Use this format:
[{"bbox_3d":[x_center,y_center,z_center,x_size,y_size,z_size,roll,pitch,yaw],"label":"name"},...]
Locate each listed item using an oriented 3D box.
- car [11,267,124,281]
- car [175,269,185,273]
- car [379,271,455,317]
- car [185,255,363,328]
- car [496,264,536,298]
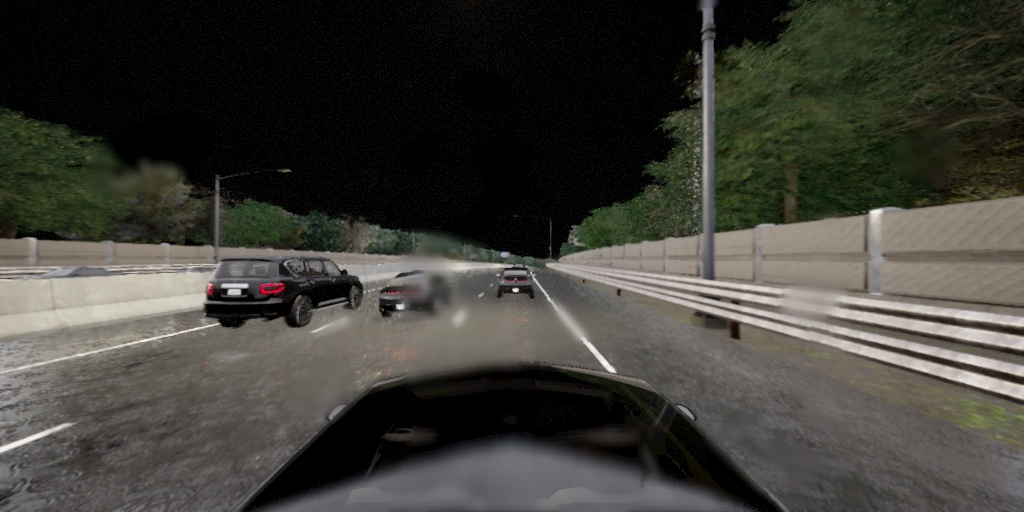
[{"bbox_3d":[-24.453,1.338,19.960,1.812,1.442,4.674,0,0,1],"label":"car"},{"bbox_3d":[-17.455,1.387,19.723,1.994,1.385,4.181,0,0,1],"label":"car"},{"bbox_3d":[-3.362,1.304,13.375,1.837,1.490,4.892,0,0,1],"label":"car"},{"bbox_3d":[-6.897,1.004,11.623,2.150,2.045,5.566,0,0,1],"label":"car"},{"bbox_3d":[0.209,1.353,19.280,1.837,1.490,4.892,0,0,1],"label":"car"}]
